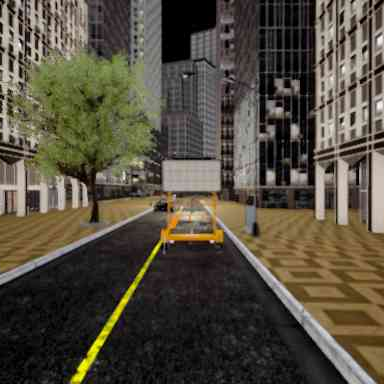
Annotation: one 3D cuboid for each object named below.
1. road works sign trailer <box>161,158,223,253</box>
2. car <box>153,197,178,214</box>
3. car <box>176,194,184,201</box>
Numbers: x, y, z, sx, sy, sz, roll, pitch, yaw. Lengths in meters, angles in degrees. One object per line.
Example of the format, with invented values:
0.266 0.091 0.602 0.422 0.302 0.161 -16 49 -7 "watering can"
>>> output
-0.003 0.425 13.434 2.380 3.560 2.880 0 0 0 "road works sign trailer"
-2.851 1.480 34.411 1.994 1.385 4.181 0 0 0 "car"
-2.765 1.239 75.804 1.837 1.490 4.892 0 0 0 "car"
